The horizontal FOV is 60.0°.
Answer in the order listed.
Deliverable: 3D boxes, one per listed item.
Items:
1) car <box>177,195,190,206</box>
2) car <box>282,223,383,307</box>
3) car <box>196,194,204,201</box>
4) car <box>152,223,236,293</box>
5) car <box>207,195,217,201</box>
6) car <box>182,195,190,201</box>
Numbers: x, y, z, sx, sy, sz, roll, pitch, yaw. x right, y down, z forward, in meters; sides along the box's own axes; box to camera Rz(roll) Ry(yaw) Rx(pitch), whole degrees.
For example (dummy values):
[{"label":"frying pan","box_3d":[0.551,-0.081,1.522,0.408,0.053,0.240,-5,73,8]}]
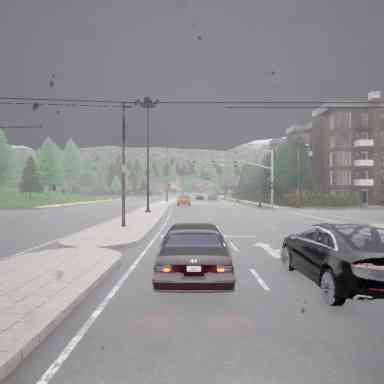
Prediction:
[{"label":"car","box_3d":[-1.338,1.352,54.745,2.097,1.767,4.553,0,0,-1]},{"label":"car","box_3d":[3.580,1.492,7.952,2.128,1.511,4.902,0,0,0]},{"label":"car","box_3d":[2.010,1.477,85.608,1.882,1.535,5.008,0,0,0]},{"label":"car","box_3d":[0.045,1.547,9.000,2.033,1.411,5.357,0,0,0]},{"label":"car","box_3d":[5.510,1.539,85.614,2.033,1.411,5.357,0,0,0]},{"label":"car","box_3d":[-1.490,1.523,85.570,1.812,1.442,4.674,0,0,0]}]
